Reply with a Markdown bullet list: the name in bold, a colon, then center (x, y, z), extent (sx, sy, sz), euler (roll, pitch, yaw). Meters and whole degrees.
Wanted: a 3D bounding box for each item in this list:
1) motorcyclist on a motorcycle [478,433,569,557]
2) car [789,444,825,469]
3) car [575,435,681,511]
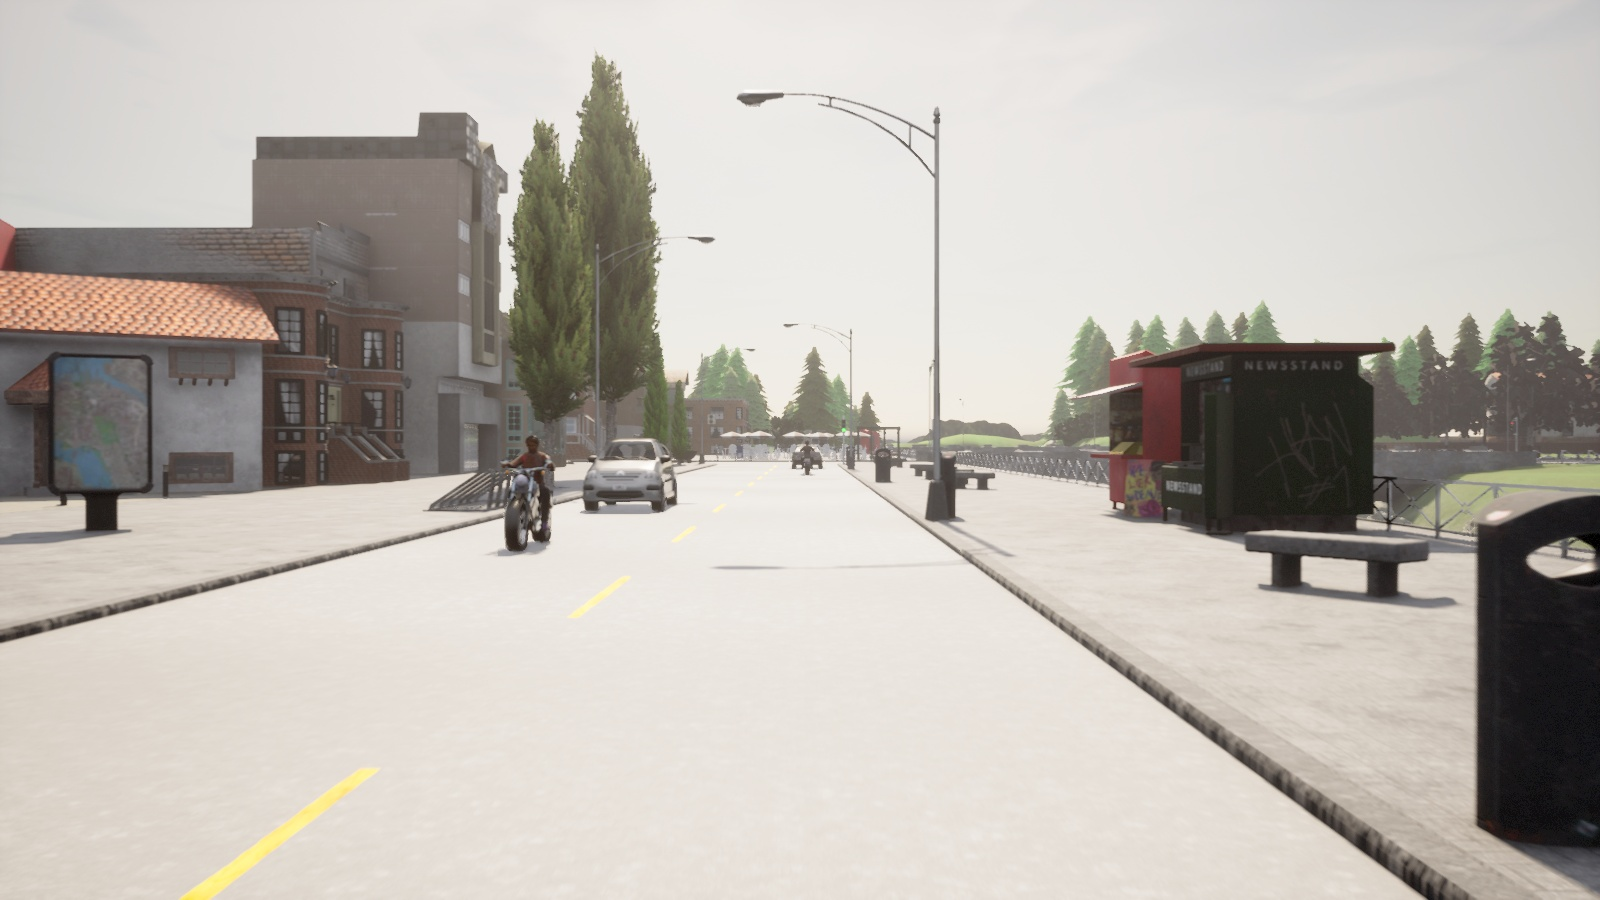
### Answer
- **motorcyclist on a motorcycle**: center (-3.885, 0.593, 17.861), extent (0.766, 1.649, 2.350), euler (0, 0, 0)
- **car**: center (0.426, 0.377, 74.096), extent (2.033, 1.411, 5.357), euler (0, 0, 0)
- **car**: center (-3.825, 0.481, 28.563), extent (1.851, 1.617, 3.988), euler (0, 0, 0)
